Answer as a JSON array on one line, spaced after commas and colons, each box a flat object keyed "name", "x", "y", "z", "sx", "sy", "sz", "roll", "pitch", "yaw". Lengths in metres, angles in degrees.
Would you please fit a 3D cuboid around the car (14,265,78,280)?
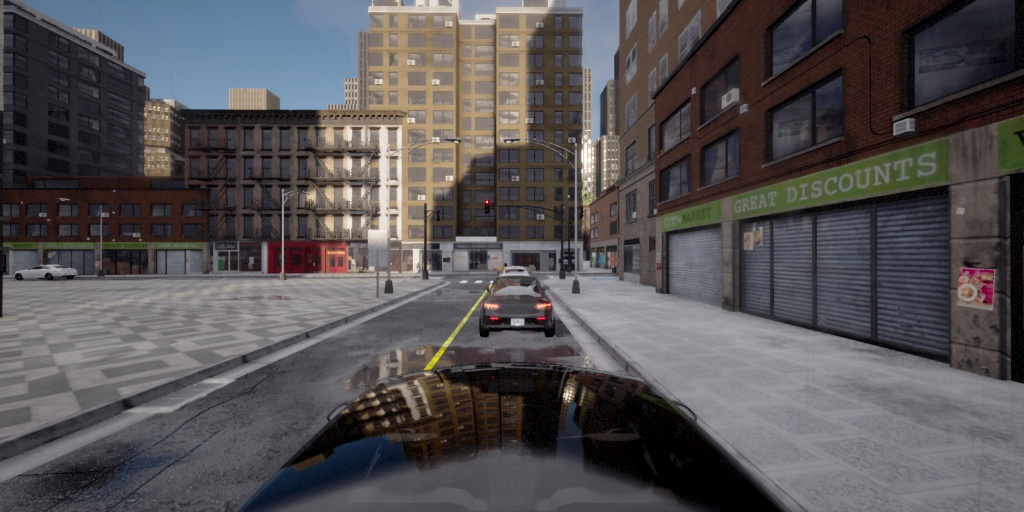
[{"name": "car", "x": -45.305, "y": 1.579, "z": 34.921, "sx": 4.674, "sy": 1.442, "sz": 1.812, "roll": 0, "pitch": 0, "yaw": 0}]

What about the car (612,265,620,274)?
[{"name": "car", "x": 12.057, "y": 1.187, "z": 35.505, "sx": 4.181, "sy": 1.385, "sz": 1.994, "roll": -1, "pitch": 0, "yaw": -1}]

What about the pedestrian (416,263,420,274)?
[{"name": "pedestrian", "x": -10.043, "y": 0.970, "z": 38.334, "sx": 0.375, "sy": 1.860, "sz": 0.375, "roll": 0, "pitch": 0, "yaw": -1}]

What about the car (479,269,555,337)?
[{"name": "car", "x": 0.121, "y": 1.275, "z": 10.135, "sx": 1.812, "sy": 1.442, "sz": 4.674, "roll": 0, "pitch": 0, "yaw": 0}]

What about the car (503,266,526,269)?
[{"name": "car", "x": 0.148, "y": 1.270, "z": 19.915, "sx": 1.812, "sy": 1.442, "sz": 4.674, "roll": 0, "pitch": 0, "yaw": -1}]
